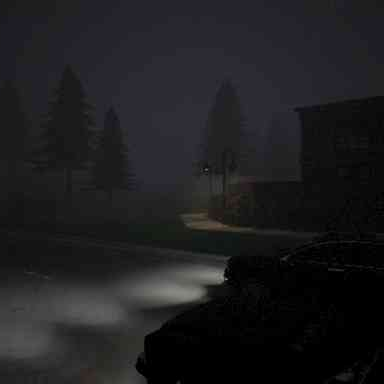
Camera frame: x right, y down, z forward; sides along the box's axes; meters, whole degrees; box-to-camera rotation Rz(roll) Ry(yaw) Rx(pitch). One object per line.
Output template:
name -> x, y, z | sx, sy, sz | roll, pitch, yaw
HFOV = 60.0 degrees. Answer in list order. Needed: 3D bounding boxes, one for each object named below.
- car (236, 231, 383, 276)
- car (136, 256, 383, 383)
car -> 2.928, 1.506, 6.195 | 4.892, 1.490, 1.837 | 0, 0, 36
car -> 1.779, 1.601, 2.716 | 4.718, 1.301, 1.895 | 0, 0, 36
